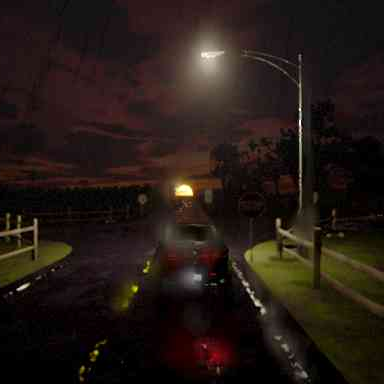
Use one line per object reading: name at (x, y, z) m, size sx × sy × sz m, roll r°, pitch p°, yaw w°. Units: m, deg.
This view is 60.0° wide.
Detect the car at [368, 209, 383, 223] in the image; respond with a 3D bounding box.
car at (14.761, 1.452, 22.881) m, size 4.892 × 1.490 × 1.837 m, roll -1°, pitch 0°, yaw 1°

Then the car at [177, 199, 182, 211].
car at (-2.865, 2.043, 49.853) m, size 1.837 × 1.490 × 4.892 m, roll 0°, pitch 0°, yaw 0°

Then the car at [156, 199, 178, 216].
car at (-2.888, 1.903, 37.272) m, size 1.837 × 1.490 × 4.892 m, roll 0°, pitch -1°, yaw 1°

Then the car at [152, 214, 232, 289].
car at (-0.070, 1.601, 9.495) m, size 1.837 × 1.490 × 4.892 m, roll 0°, pitch -1°, yaw -3°
